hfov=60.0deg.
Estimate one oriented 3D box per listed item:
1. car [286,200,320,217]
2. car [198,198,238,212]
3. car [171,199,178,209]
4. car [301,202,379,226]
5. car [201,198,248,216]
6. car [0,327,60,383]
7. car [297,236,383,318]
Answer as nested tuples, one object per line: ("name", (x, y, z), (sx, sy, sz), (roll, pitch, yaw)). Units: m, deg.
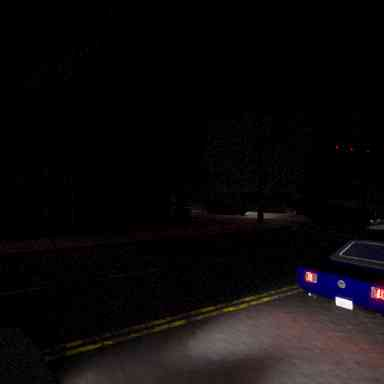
("car", (10.741, 1.505, 29.558), (1.837, 1.490, 4.892), (0, 0, -37))
("car", (3.051, 1.490, 40.036), (2.128, 1.511, 4.902), (0, 0, -36))
("car", (-3.444, 1.547, 43.098), (2.033, 1.411, 5.357), (0, 0, -36))
("car", (10.534, 1.601, 23.689), (1.895, 1.301, 4.718), (0, 0, -36))
("car", (3.419, 1.478, 33.516), (1.882, 1.535, 5.008), (0, 0, -36))
("car", (-3.079, 1.601, 1.556), (4.718, 1.301, 1.895), (0, 0, -35))
("car", (4.403, 1.601, 6.911), (4.718, 1.301, 1.895), (0, 0, -35))
